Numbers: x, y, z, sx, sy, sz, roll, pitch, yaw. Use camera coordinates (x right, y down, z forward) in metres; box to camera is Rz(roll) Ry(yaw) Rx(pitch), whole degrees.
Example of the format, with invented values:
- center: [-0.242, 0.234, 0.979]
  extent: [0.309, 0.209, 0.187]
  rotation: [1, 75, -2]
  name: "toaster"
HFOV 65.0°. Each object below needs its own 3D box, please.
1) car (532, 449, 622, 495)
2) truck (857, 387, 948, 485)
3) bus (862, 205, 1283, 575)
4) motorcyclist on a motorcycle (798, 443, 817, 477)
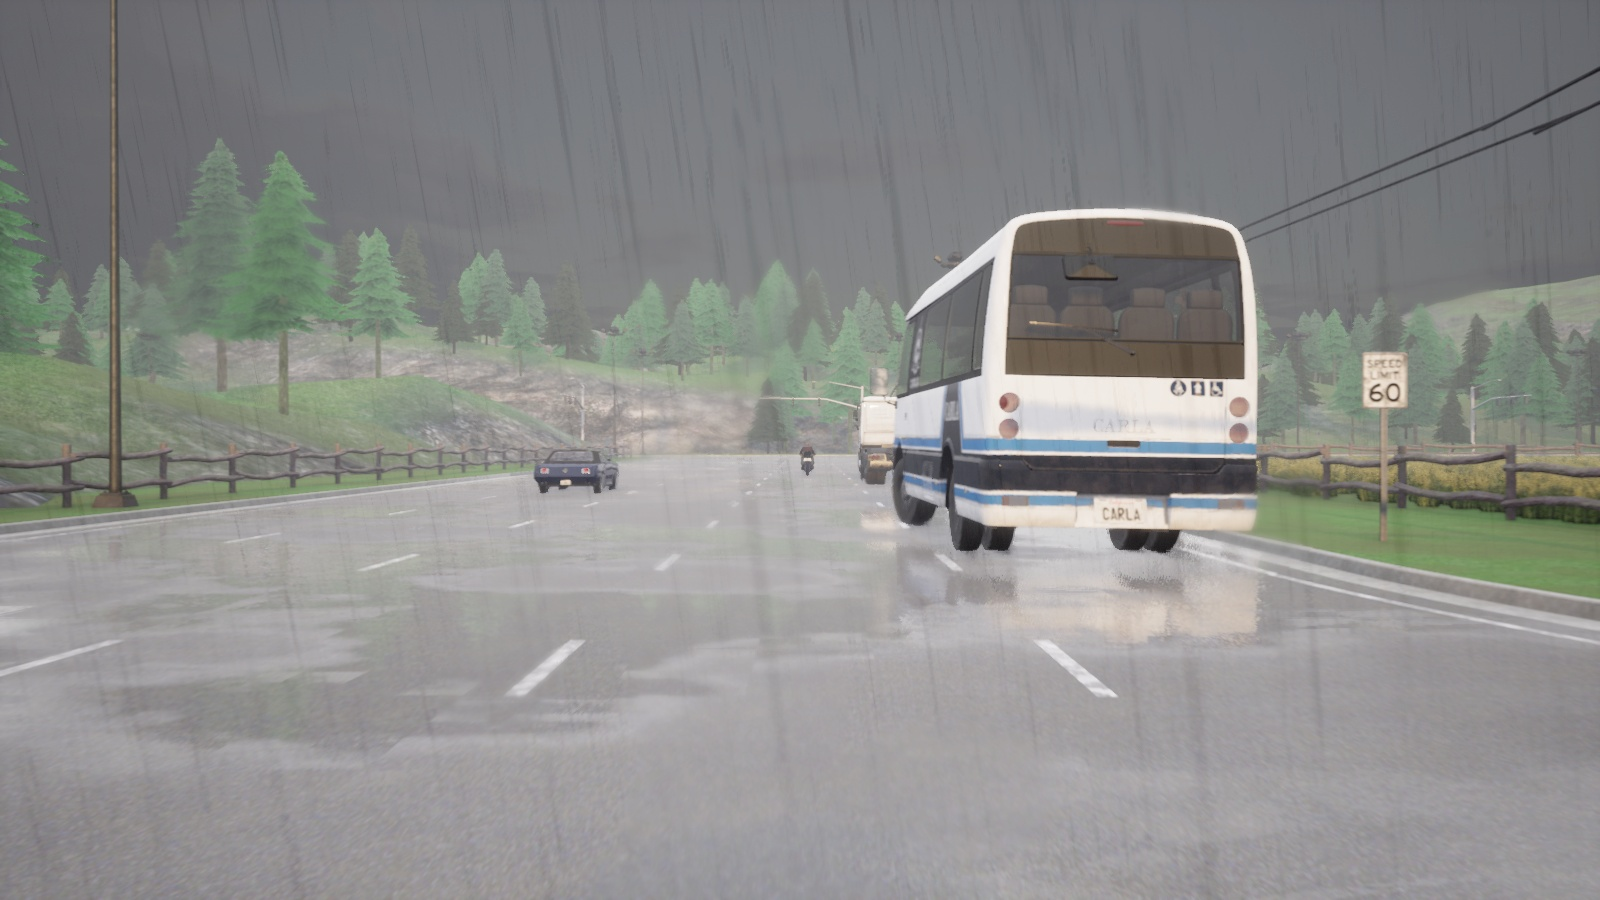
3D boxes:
- center: [-6.767, 0.624, 38.627]
  extent: [1.895, 1.301, 4.718]
  rotation: [0, 0, 0]
  name: "car"
- center: [3.789, -0.505, 48.329]
  extent: [2.891, 3.462, 7.936]
  rotation: [0, 0, 0]
  name: "truck"
- center: [3.474, -0.739, 19.895]
  extent: [3.944, 4.253, 10.273]
  rotation: [1, 1, -2]
  name: "bus"
- center: [0.345, 0.452, 58.419]
  extent: [0.866, 1.530, 2.191]
  rotation: [0, 0, 0]
  name: "motorcyclist on a motorcycle"
